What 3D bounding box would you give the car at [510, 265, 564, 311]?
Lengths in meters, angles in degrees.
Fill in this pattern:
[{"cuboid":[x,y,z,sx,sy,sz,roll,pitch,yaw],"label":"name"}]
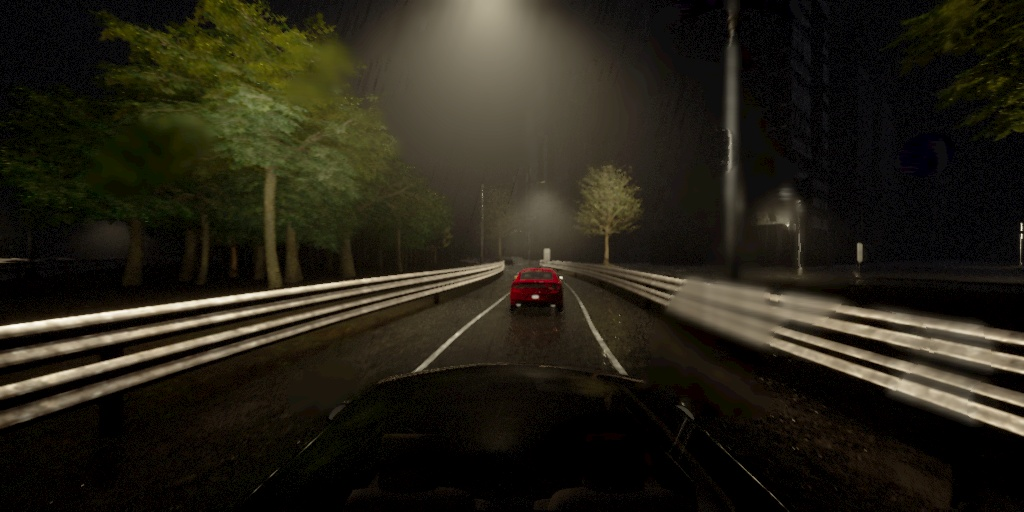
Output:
[{"cuboid":[1.050,1.231,14.510,1.882,1.535,5.008,0,0,6],"label":"car"}]
